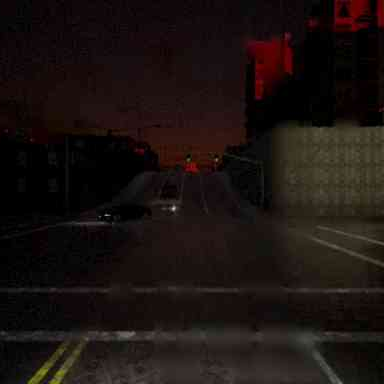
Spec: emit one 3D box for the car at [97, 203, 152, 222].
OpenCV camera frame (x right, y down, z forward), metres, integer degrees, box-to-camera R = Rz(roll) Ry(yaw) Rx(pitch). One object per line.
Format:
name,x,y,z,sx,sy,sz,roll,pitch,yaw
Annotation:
car,-5.503,1.674,27.635,1.837,1.490,4.892,6,3,42

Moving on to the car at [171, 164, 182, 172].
car,-3.503,-5.321,75.589,2.150,2.045,5.566,0,8,0

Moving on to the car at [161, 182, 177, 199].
car,-3.502,-0.180,50.840,2.150,2.045,5.566,0,9,0
